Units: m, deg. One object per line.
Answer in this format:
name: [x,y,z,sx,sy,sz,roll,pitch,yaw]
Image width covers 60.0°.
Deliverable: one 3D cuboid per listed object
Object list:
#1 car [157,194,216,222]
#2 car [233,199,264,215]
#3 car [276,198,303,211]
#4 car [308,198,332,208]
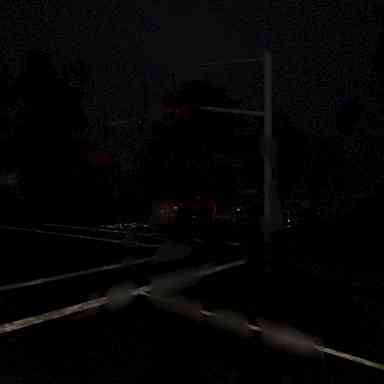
car: [-0.337,1.221,27.008,2.150,2.045,5.566,0,0,41]
car: [6.173,1.491,34.493,2.128,1.511,4.902,0,0,41]
car: [12.272,1.526,41.512,1.812,1.442,4.674,0,0,41]
car: [18.905,1.601,49.120,1.895,1.301,4.718,0,0,41]
